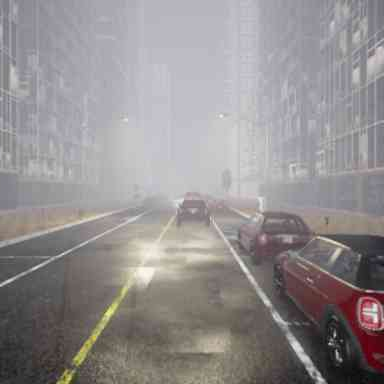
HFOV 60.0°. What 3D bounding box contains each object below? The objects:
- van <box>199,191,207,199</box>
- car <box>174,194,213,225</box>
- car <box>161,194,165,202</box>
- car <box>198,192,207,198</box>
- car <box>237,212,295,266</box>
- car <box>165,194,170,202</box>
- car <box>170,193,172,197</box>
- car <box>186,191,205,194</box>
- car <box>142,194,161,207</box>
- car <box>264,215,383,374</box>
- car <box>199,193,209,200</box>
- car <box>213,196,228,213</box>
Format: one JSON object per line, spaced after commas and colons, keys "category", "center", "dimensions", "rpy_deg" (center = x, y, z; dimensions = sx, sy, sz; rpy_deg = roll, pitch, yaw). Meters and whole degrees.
{"category": "van", "center": [2.682, 0.752, 79.579], "dimensions": [1.690, 1.788, 3.998], "rpy_deg": [0, 0, 0]}
{"category": "car", "center": [0.097, 1.203, 22.445], "dimensions": [2.097, 1.767, 4.553], "rpy_deg": [0, 0, 0]}
{"category": "car", "center": [-5.696, 1.221, 51.126], "dimensions": [1.802, 1.307, 4.206], "rpy_deg": [0, 0, 0]}
{"category": "car", "center": [2.681, 0.803, 85.270], "dimensions": [1.967, 1.590, 4.097], "rpy_deg": [0, 0, 0]}
{"category": "car", "center": [2.690, 1.365, 11.272], "dimensions": [1.967, 1.590, 4.097], "rpy_deg": [0, 0, 0]}
{"category": "car", "center": [-5.697, 1.094, 62.510], "dimensions": [1.887, 1.381, 4.507], "rpy_deg": [0, 0, 0]}
{"category": "car", "center": [-5.698, 1.070, 68.202], "dimensions": [1.947, 1.339, 4.313], "rpy_deg": [0, 0, 0]}
{"category": "car", "center": [0.092, 0.939, 41.023], "dimensions": [2.150, 2.045, 5.566], "rpy_deg": [0, 1, 0]}
{"category": "car", "center": [-5.695, 1.228, 45.432], "dimensions": [1.887, 1.381, 4.507], "rpy_deg": [0, 0, 0]}
{"category": "car", "center": [2.691, 1.403, 5.580], "dimensions": [1.967, 1.590, 4.097], "rpy_deg": [0, 0, 0]}
{"category": "car", "center": [2.682, 1.024, 73.887], "dimensions": [1.947, 1.339, 4.313], "rpy_deg": [0, 0, 0]}
{"category": "car", "center": [2.687, 1.313, 34.042], "dimensions": [1.887, 1.381, 4.507], "rpy_deg": [0, 0, 0]}
